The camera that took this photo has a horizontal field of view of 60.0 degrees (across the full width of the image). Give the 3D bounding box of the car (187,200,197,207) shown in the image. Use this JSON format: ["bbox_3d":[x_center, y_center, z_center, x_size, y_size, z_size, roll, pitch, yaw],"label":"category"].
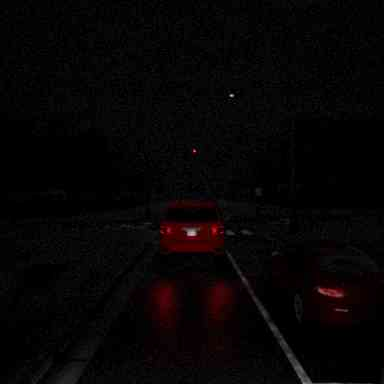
[{"bbox_3d":[0.024,2.274,65.797,1.994,1.385,4.181,0,-1,0],"label":"car"}]

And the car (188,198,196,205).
[{"bbox_3d":[0.008,2.264,79.675,2.033,1.411,5.357,0,-1,0],"label":"car"}]

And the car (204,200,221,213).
[{"bbox_3d":[2.634,1.885,44.200,1.967,1.590,4.097,-1,-1,0],"label":"car"}]

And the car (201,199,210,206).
[{"bbox_3d":[3.032,2.294,75.587,1.801,1.575,5.366,0,-1,0],"label":"car"}]

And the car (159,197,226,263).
[{"bbox_3d":[0.034,1.335,12.572,2.150,2.045,5.566,0,0,1],"label":"car"}]

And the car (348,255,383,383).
[{"bbox_3d":[2.634,1.453,1.392,1.967,1.590,4.097,0,0,0],"label":"car"}]

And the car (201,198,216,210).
[{"bbox_3d":[2.634,1.889,55.006,2.192,1.841,5.009,-1,-1,0],"label":"car"}]

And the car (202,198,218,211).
[{"bbox_3d":[2.633,1.824,49.603,2.192,1.841,5.009,-1,-1,0],"label":"car"}]

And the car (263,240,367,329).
[{"bbox_3d":[2.635,1.641,6.858,1.802,1.307,4.206,0,-1,0],"label":"car"}]

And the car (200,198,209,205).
[{"bbox_3d":[2.996,2.283,82.369,2.097,1.767,4.553,0,-1,0],"label":"car"}]
